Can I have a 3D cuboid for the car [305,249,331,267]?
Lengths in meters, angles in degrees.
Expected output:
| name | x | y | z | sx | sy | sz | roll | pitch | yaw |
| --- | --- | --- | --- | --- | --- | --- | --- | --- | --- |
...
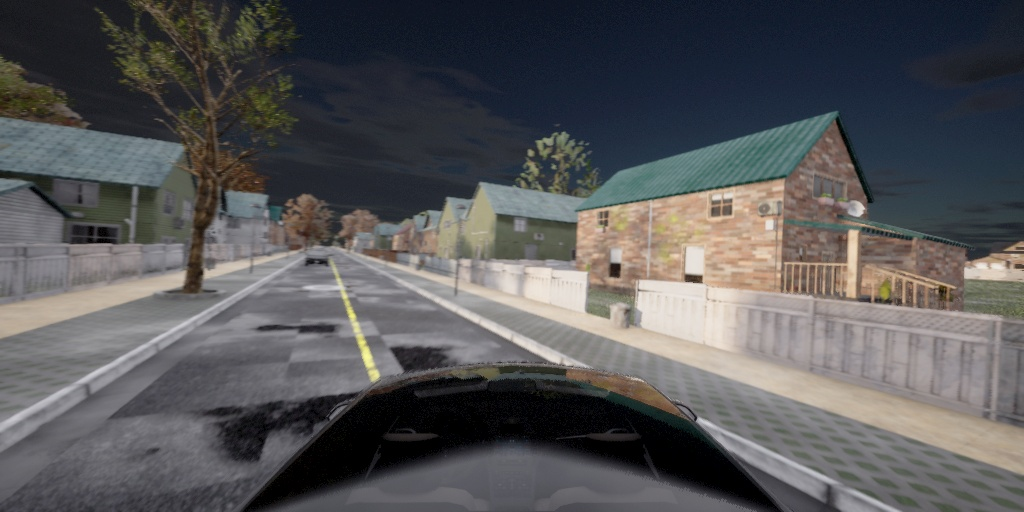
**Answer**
| name | x | y | z | sx | sy | sz | roll | pitch | yaw |
| --- | --- | --- | --- | --- | --- | --- | --- | --- | --- |
| car | -17.823 | 0.152 | 32.923 | 1.882 | 1.535 | 5.008 | 3 | 0 | -27 |
